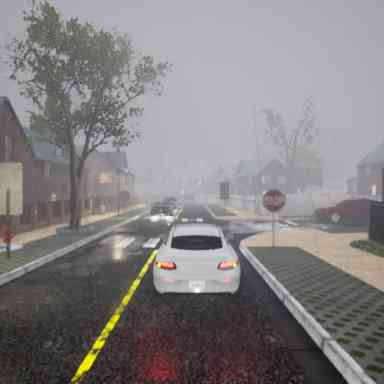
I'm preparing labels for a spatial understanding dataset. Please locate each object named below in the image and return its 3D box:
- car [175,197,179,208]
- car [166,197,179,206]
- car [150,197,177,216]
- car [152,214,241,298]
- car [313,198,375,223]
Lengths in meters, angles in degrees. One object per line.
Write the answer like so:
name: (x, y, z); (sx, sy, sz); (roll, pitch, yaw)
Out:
car: (-2.862, 1.455, 43.127); (1.812, 1.442, 4.674); (0, 0, 1)
car: (-3.172, 1.490, 53.246); (1.994, 1.385, 4.181); (0, 0, -5)
car: (-2.824, 1.514, 32.030); (1.994, 1.385, 4.181); (0, 0, 0)
car: (0.105, 1.515, 8.335); (1.812, 1.442, 4.674); (0, 0, 0)
car: (10.609, 1.161, 22.026); (5.008, 1.535, 1.882); (-1, 0, -3)
